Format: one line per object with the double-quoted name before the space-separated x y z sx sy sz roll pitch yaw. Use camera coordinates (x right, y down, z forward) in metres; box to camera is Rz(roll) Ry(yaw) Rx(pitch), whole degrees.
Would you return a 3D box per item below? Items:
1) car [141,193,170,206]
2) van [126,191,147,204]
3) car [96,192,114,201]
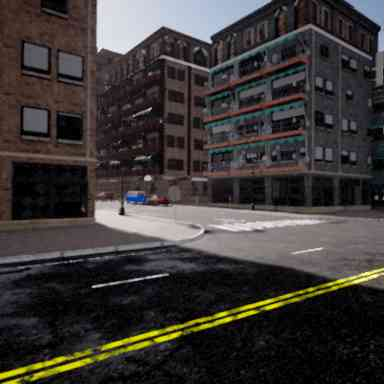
"car" -4.417 1.131 42.683 1.802 1.307 4.206 2 0 -37
"van" -7.861 0.804 47.126 1.690 1.788 3.998 2 0 -37
"car" -14.716 0.732 56.049 1.967 1.590 4.097 2 0 -37
